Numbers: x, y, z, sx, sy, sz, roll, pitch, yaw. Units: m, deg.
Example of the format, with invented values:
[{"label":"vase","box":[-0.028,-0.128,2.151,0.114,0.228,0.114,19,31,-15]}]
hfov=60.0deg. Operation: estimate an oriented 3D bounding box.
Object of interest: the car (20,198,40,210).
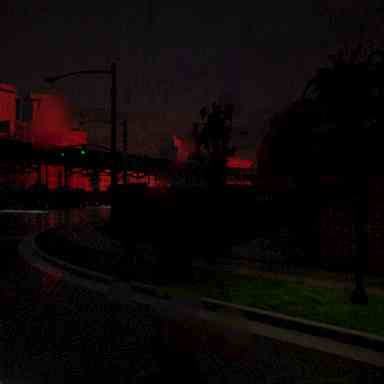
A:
[{"label":"car","box":[-18.475,1.403,40.665,1.812,1.442,4.674,0,1,37]}]

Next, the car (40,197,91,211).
[{"label":"car","box":[-14.908,1.364,39.579,1.837,1.490,4.892,0,1,37]}]

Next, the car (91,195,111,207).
[{"label":"car","box":[-12.958,1.260,47.970,2.128,1.511,4.902,0,1,37]}]
